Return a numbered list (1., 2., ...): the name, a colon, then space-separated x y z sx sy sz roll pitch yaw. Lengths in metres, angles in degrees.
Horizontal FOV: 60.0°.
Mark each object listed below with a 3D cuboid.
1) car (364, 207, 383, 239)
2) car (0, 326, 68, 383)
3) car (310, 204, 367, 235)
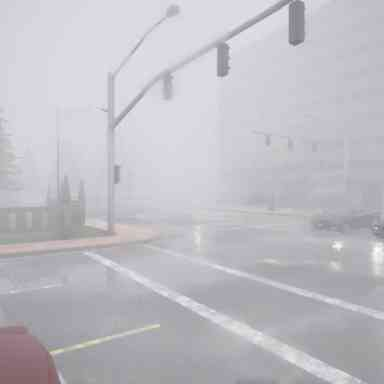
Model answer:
1. car: 10.766 1.510 15.941 5.357 1.411 2.033 0 0 -35
2. car: -3.047 1.601 1.606 4.718 1.301 1.895 0 0 -35
3. car: 8.710 1.443 18.773 5.008 1.535 1.882 0 0 -35
